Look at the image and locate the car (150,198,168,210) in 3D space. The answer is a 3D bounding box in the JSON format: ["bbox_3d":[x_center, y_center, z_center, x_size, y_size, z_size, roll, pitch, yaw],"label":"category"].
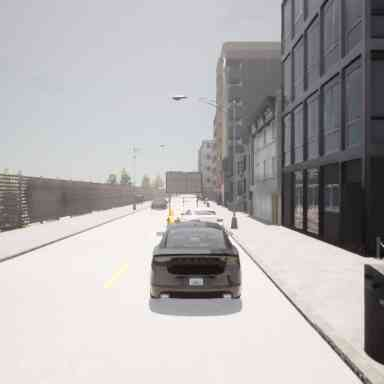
[{"bbox_3d":[-4.133,1.505,42.223,1.837,1.490,4.892,0,0,0],"label":"car"}]

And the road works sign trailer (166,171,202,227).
[{"bbox_3d":[-0.565,0.465,21.340,2.380,3.560,2.880,0,0,-17],"label":"road works sign trailer"}]

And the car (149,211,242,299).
[{"bbox_3d":[0.072,1.478,8.507,1.882,1.535,5.008,0,0,0],"label":"car"}]

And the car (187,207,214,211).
[{"bbox_3d":[0.430,1.539,17.859,1.812,1.442,4.674,0,-1,-9],"label":"car"}]
